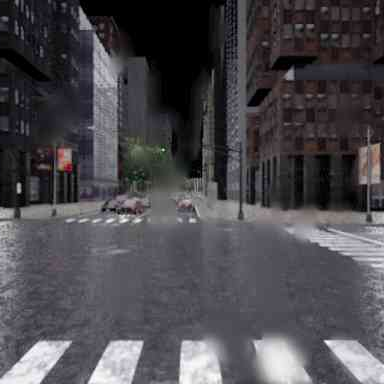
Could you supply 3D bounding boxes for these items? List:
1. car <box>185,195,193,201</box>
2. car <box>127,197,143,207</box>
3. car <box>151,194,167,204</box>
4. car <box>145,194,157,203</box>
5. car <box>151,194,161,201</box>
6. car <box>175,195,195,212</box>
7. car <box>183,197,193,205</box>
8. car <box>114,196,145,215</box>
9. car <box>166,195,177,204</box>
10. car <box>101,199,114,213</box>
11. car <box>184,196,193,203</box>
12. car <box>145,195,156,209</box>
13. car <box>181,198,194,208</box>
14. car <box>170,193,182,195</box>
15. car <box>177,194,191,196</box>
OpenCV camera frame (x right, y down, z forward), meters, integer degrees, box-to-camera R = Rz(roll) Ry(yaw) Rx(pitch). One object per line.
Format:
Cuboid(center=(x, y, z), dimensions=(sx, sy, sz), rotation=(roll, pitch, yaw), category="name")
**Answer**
Cuboid(center=(-0.870, 1.610, 87.010), dimensions=(1.967, 1.590, 4.097), rotation=(0, 0, 0), category="car")
Cuboid(center=(-9.203, 1.593, 54.246), dimensions=(1.752, 1.417, 4.829), rotation=(0, 0, 0), category="car")
Cuboid(center=(-6.498, 1.601, 64.583), dimensions=(1.837, 1.490, 4.892), rotation=(0, 0, 0), category="car")
Cuboid(center=(-9.332, 1.448, 76.120), dimensions=(2.192, 1.841, 5.009), rotation=(0, 0, 0), category="car")
Cuboid(center=(-9.396, 1.485, 86.972), dimensions=(2.192, 1.841, 5.009), rotation=(0, 0, 0), category="car")
Cuboid(center=(-0.584, 1.464, 38.186), dimensions=(1.967, 1.590, 4.097), rotation=(0, 0, 0), category="car")
Cuboid(center=(-0.711, 1.628, 59.885), dimensions=(1.887, 1.381, 4.507), rotation=(0, 0, 0), category="car")
Cuboid(center=(-6.415, 1.492, 34.509), dimensions=(1.882, 1.535, 5.008), rotation=(0, 0, -1), category="car")
Cuboid(center=(-3.500, 1.698, 64.794), dimensions=(1.895, 1.301, 4.718), rotation=(0, 0, 0), category="car")
Cuboid(center=(-9.109, 1.590, 38.138), dimensions=(1.947, 1.339, 4.313), rotation=(0, 0, 0), category="car")
Cuboid(center=(-0.775, 1.641, 70.905), dimensions=(1.752, 1.417, 4.829), rotation=(0, 0, 0), category="car")
Cuboid(center=(-6.465, 1.545, 46.142), dimensions=(1.837, 1.490, 4.892), rotation=(0, 1, 0), category="car")
Cuboid(center=(-0.647, 1.635, 49.035), dimensions=(1.802, 1.307, 4.206), rotation=(0, 0, 0), category="car")
Cuboid(center=(-3.557, 1.615, 74.762), dimensions=(2.128, 1.511, 4.902), rotation=(0, 0, 0), category="car")
Cuboid(center=(-0.616, 1.478, 43.610), dimensions=(1.967, 1.590, 4.097), rotation=(0, 0, 0), category="car")
